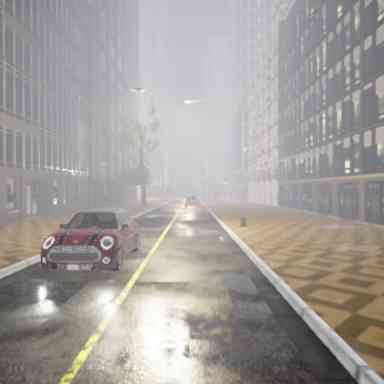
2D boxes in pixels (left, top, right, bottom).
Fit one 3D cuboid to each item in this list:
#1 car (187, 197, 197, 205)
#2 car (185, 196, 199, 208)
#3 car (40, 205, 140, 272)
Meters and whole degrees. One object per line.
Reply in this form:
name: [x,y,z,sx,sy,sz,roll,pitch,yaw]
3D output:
car: [0.005,1.557,59.060,1.812,1.442,4.674,0,0,0]
car: [0.004,1.371,49.000,2.097,1.767,4.553,0,0,0]
car: [-3.054,1.350,10.823,2.097,1.767,4.553,0,0,0]
